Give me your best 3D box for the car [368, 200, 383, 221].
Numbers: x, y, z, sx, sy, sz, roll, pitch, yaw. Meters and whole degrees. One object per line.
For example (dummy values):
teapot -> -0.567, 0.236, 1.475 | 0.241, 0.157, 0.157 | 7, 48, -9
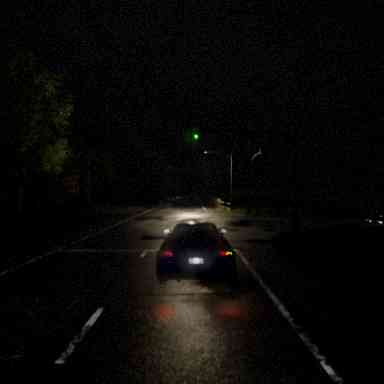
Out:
car -> 18.520, 1.644, 29.636 | 4.553, 1.767, 2.097 | 1, -1, 0

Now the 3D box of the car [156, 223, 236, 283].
car -> 0.105, 1.576, 9.715 | 1.994, 1.385, 4.181 | 0, 0, 0

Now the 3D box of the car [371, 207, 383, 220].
car -> 17.221, 1.704, 25.970 | 4.902, 1.511, 2.128 | 1, -1, 0

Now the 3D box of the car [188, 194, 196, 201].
car -> -0.061, 1.451, 88.717 | 2.097, 1.767, 4.553 | 0, 0, 0

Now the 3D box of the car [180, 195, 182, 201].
car -> -3.562, 1.622, 90.342 | 2.128, 1.511, 4.902 | 0, 0, 0

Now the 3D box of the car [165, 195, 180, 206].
car -> -3.437, 1.570, 54.362 | 1.837, 1.490, 4.892 | 0, 0, 0
